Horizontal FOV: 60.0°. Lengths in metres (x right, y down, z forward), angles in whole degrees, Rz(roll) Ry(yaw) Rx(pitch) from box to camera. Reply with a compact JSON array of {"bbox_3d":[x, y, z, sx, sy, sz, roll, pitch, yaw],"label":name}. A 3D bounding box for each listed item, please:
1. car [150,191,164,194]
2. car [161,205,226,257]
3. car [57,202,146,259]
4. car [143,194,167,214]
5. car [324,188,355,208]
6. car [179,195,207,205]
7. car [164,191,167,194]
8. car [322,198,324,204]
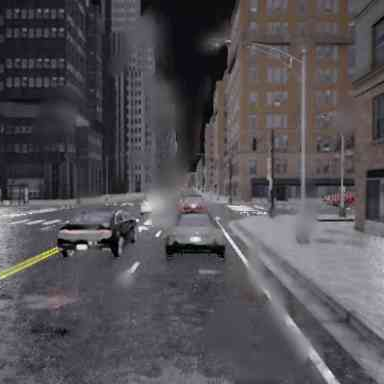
[{"bbox_3d":[-6.527,0.834,57.634,1.895,1.301,4.718,0,1,1],"label":"car"},{"bbox_3d":[0.105,1.397,12.226,1.994,1.385,4.181,0,1,0],"label":"car"},{"bbox_3d":[-3.146,1.329,11.920,2.128,1.511,4.902,0,1,0],"label":"car"},{"bbox_3d":[-3.142,1.143,27.853,1.812,1.442,4.674,0,1,0],"label":"car"},{"bbox_3d":[17.301,0.599,34.860,5.566,2.045,2.150,0,1,0],"label":"car"},{"bbox_3d":[0.105,0.993,25.448,2.097,1.767,4.553,0,1,0],"label":"car"},{"bbox_3d":[-6.472,0.577,73.190,2.033,1.411,5.357,0,1,0],"label":"car"},{"bbox_3d":[17.381,0.680,38.115,4.553,1.767,2.097,0,1,-1],"label":"car"}]
